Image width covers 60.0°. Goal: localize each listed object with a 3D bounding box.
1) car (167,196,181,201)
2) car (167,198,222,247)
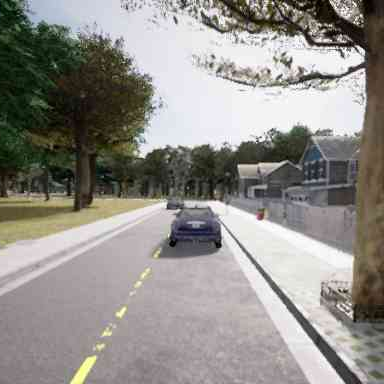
[{"bbox_3d":[-2.175,1.375,44.108,2.097,1.767,4.553,1,0,1],"label":"car"},{"bbox_3d":[0.186,1.360,15.246,2.097,1.767,4.553,1,0,1],"label":"car"}]
